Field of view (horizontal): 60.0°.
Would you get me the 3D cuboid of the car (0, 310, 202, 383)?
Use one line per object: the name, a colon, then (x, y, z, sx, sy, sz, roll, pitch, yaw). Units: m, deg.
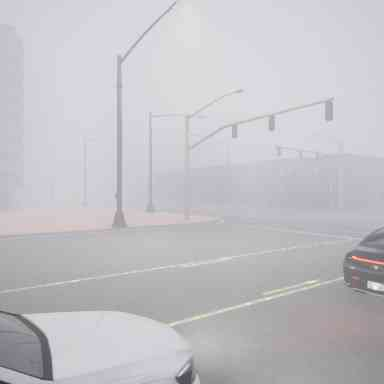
car: (-2.080, 1.526, 2.264, 4.674, 1.442, 1.812, 0, 0, -35)

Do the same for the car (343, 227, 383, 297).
car: (5.399, 1.505, 7.590, 4.892, 1.490, 1.837, 0, 0, -35)
